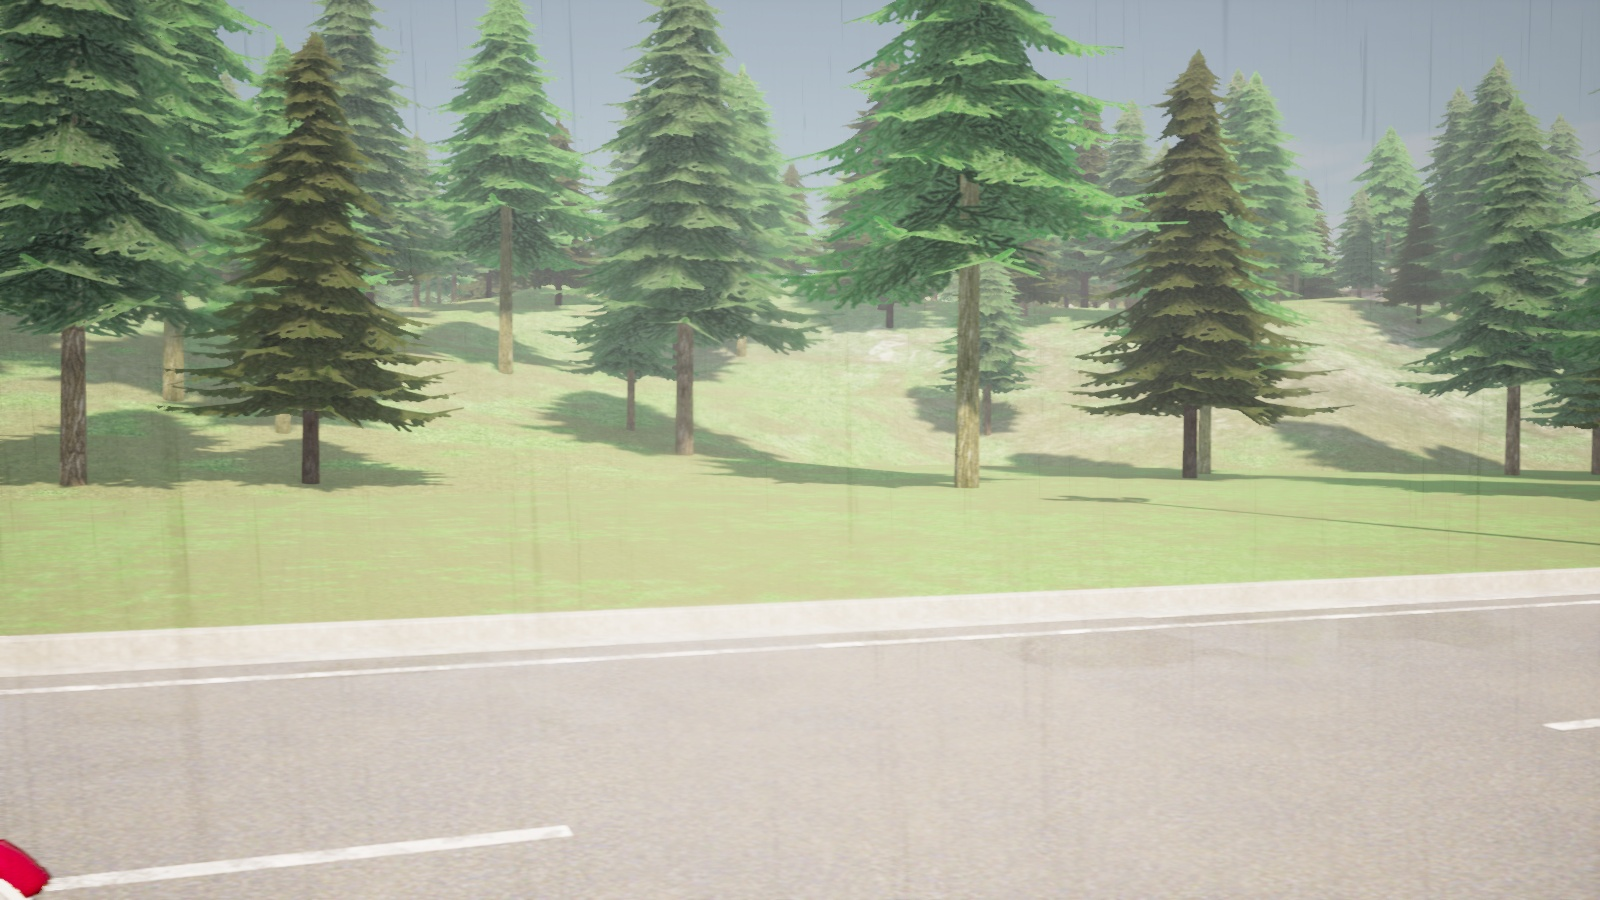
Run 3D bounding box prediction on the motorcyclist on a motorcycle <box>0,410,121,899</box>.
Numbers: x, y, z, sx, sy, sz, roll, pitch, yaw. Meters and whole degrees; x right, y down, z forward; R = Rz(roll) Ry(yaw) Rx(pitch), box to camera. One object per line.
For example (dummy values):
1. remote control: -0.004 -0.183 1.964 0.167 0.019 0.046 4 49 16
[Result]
1. motorcyclist on a motorcycle: -2.365 0.740 2.340 1.817 1.590 0.866 -1 1 -21
